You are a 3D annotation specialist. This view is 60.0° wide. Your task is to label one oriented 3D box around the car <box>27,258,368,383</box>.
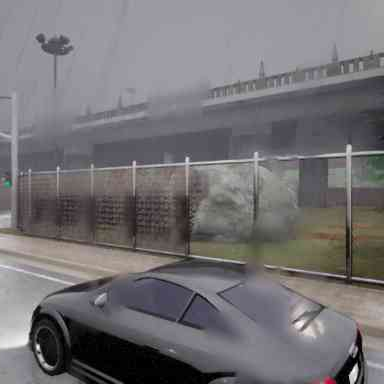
[{"bbox_3d":[-0.189,1.564,4.125,4.181,1.385,1.994,0,0,36],"label":"car"}]
